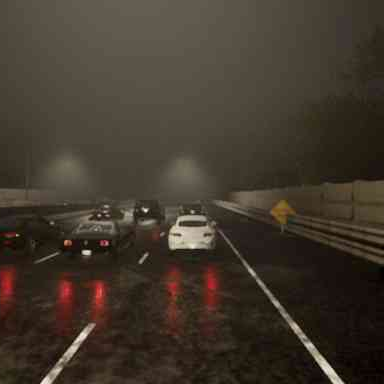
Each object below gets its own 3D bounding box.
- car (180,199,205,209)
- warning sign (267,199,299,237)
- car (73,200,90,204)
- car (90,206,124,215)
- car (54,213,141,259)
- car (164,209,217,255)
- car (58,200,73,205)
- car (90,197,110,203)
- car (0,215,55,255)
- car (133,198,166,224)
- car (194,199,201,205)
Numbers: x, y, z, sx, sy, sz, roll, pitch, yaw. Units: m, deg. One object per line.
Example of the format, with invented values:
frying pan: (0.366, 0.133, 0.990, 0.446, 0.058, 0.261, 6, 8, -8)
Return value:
car: (0.052, 1.667, 28.428, 2.097, 1.767, 4.553, 0, -1, 0)
warning sign: (4.568, 1.298, 16.790, 1.300, 1.860, 1.060, 0, -1, 0)
car: (-20.924, 2.285, 64.652, 1.812, 1.442, 4.674, 0, 0, 0)
car: (-6.960, 1.854, 27.541, 2.033, 1.411, 5.357, 0, -1, 0)
car: (-3.470, 1.745, 13.257, 1.895, 1.301, 4.718, 0, -1, 0)
car: (0.038, 1.676, 13.897, 1.812, 1.442, 4.674, 0, 0, 1)
car: (-24.423, 2.259, 64.576, 1.837, 1.490, 4.892, 0, 0, 0)
car: (-17.427, 1.982, 64.771, 2.150, 2.045, 5.566, 0, 0, 0)
car: (-6.963, 1.677, 13.904, 1.812, 1.442, 4.674, 0, 0, 1)
car: (-3.460, 1.531, 27.566, 2.150, 2.045, 5.566, 0, 0, 0)
car: (1.329, 2.505, 86.975, 1.801, 1.575, 5.366, 0, -1, 0)
